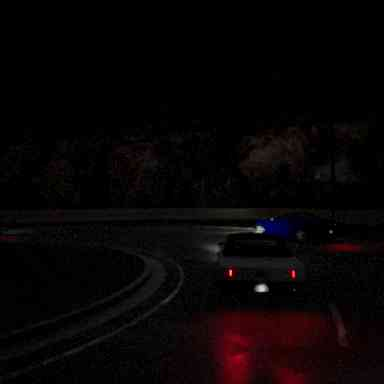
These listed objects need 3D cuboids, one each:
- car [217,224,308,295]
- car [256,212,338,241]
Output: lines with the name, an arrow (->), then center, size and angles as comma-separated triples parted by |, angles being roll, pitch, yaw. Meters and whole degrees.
car -> 1.671, 1.805, 9.280 | 1.895, 1.301, 4.718 | 0, -1, 5
car -> 5.631, 1.870, 18.614 | 1.882, 1.535, 5.008 | 1, -2, -31
